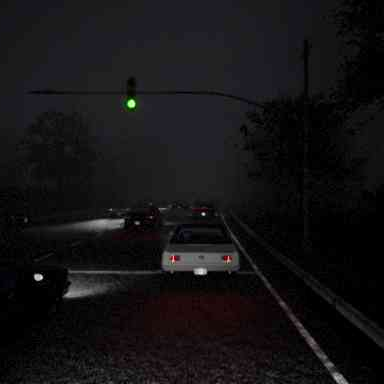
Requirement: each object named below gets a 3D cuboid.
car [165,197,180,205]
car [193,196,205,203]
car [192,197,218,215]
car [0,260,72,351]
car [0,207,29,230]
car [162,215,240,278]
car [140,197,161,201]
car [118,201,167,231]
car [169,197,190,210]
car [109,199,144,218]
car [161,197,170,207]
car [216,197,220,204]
[{"bbox_3d":[-3.411,1.535,58.347,1.994,1.385,4.181,0,0,7],"label":"car"},{"bbox_3d":[1.481,1.568,67.825,1.895,1.301,4.718,0,0,8],"label":"car"},{"bbox_3d":[1.075,1.491,29.008,1.837,1.490,4.892,0,0,3],"label":"car"},{"bbox_3d":[-3.342,1.545,4.186,2.033,1.411,5.357,0,0,1],"label":"car"},{"bbox_3d":[-12.619,1.478,20.252,4.902,1.511,2.128,0,0,-3],"label":"car"},{"bbox_3d":[0.259,1.596,10.091,1.895,1.301,4.718,0,0,1],"label":"car"},{"bbox_3d":[-5.380,1.332,39.404,2.097,1.767,4.553,0,0,5],"label":"car"},{"bbox_3d":[-2.886,1.515,20.434,1.812,1.442,4.674,0,0,2],"label":"car"},{"bbox_3d":[-1.382,1.580,42.804,1.895,1.301,4.718,0,0,5],"label":"car"},{"bbox_3d":[-6.046,1.585,30.458,1.895,1.301,4.718,0,0,4],"label":"car"},{"bbox_3d":[-4.540,1.480,48.352,1.837,1.490,4.892,0,0,6],"label":"car"},{"bbox_3d":[4.130,1.535,62.236,1.994,1.385,4.181,0,0,8],"label":"car"}]
